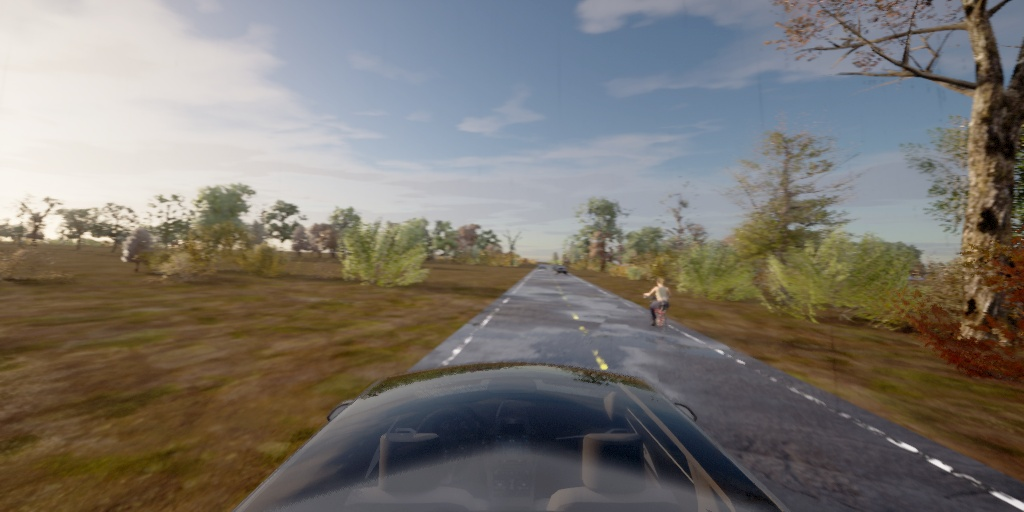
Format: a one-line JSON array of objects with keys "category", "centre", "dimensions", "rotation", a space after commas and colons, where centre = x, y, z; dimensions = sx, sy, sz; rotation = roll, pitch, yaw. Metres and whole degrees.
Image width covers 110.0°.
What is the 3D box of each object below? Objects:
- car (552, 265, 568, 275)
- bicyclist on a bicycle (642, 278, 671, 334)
[{"category": "car", "centre": [7.831, 2.247, 57.253], "dimensions": [1.837, 1.490, 4.892], "rotation": [2, 0, 5]}, {"category": "bicyclist on a bicycle", "centre": [4.483, 1.469, 10.973], "dimensions": [0.866, 1.612, 1.509], "rotation": [2, -1, 5]}]
